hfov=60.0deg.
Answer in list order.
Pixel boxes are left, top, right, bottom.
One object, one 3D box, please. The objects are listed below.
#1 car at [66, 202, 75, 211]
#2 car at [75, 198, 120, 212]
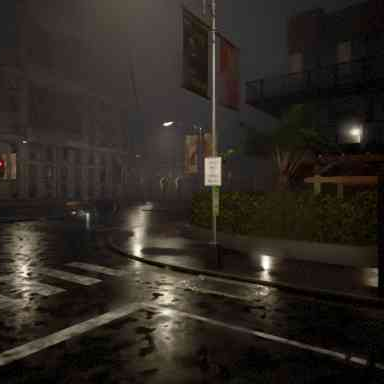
[{"bbox_3d":[-13.050,1.478,40.877,1.882,1.535,5.008,0,0,35],"label":"car"},{"bbox_3d":[-10.553,1.505,38.334,1.837,1.490,4.892,0,0,36],"label":"car"}]
